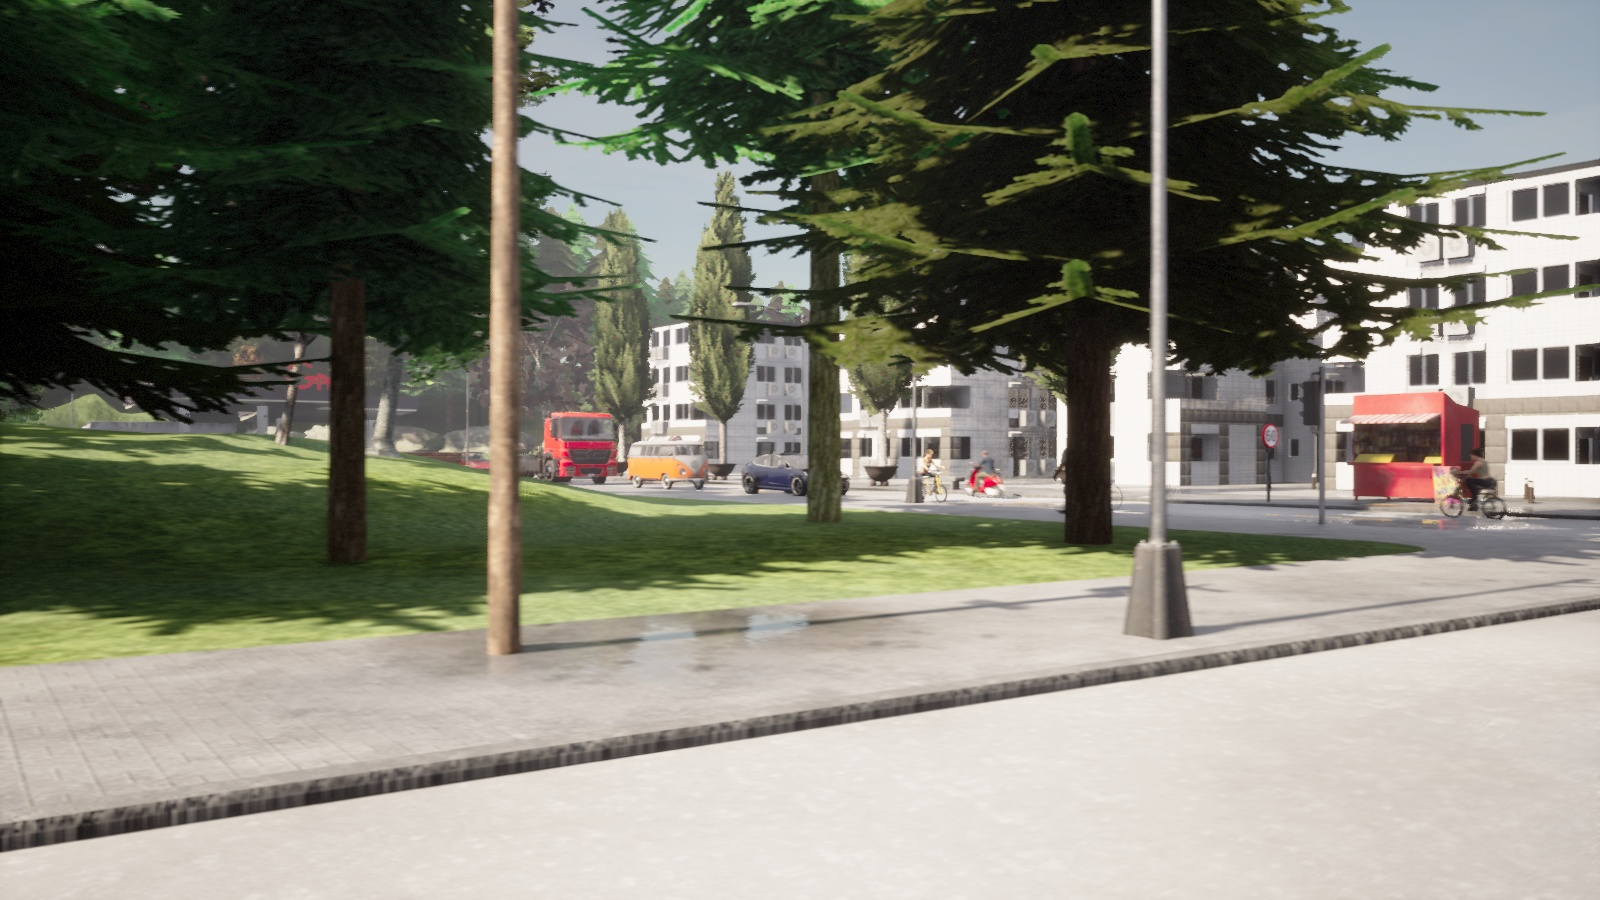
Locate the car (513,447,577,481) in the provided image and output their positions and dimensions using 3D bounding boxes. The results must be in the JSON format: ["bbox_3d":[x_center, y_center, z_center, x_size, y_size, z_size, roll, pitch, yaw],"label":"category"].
[{"bbox_3d":[-14.618,0.768,71.755,1.932,1.855,4.605,0,0,-35],"label":"car"}]

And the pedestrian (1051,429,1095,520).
[{"bbox_3d":[5.637,0.506,25.947,0.540,1.848,0.694,0,0,-38],"label":"pedestrian"}]

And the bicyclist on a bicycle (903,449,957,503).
[{"bbox_3d":[3.939,0.766,38.057,0.866,1.612,1.509,0,0,-35],"label":"bicyclist on a bicycle"}]

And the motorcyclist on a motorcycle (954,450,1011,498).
[{"bbox_3d":[6.089,0.788,41.961,0.866,1.590,1.817,0,0,-35],"label":"motorcyclist on a motorcycle"}]

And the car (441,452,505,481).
[{"bbox_3d":[-18.261,0.902,70.020,2.007,1.525,4.514,0,0,-35],"label":"car"}]

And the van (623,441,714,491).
[{"bbox_3d":[-5.432,0.635,51.528,1.775,1.987,4.442,0,0,-35],"label":"van"}]

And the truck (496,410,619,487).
[{"bbox_3d":[-11.841,-0.063,60.751,2.891,3.462,7.936,0,0,-35],"label":"truck"}]

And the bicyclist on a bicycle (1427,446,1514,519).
[{"bbox_3d":[15.315,0.719,28.706,0.866,1.612,1.509,0,0,-35],"label":"bicyclist on a bicycle"}]

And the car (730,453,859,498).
[{"bbox_3d":[-0.263,0.853,44.089,2.163,1.488,4.792,0,0,-35],"label":"car"}]
